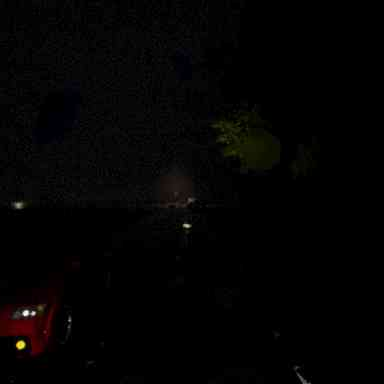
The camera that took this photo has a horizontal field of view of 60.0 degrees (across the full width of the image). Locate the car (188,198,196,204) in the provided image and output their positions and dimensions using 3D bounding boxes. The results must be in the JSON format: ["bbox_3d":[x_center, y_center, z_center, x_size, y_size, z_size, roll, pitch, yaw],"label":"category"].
[{"bbox_3d":[0.005,1.979,73.969,1.895,1.301,4.718,0,0,0],"label":"car"}]

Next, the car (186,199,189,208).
[{"bbox_3d":[0.003,1.990,56.641,2.033,1.411,5.357,0,0,0],"label":"car"}]

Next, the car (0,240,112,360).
[{"bbox_3d":[-2.850,1.616,6.136,1.994,1.385,4.181,0,-1,0],"label":"car"}]

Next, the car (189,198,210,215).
[{"bbox_3d":[0.964,1.678,39.053,2.097,1.767,4.553,0,0,0],"label":"car"}]

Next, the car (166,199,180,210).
[{"bbox_3d":[-2.821,1.879,49.990,1.882,1.535,5.008,0,-1,0],"label":"car"}]
